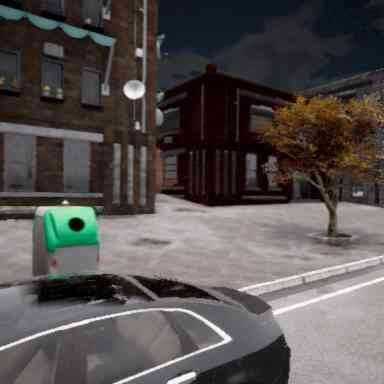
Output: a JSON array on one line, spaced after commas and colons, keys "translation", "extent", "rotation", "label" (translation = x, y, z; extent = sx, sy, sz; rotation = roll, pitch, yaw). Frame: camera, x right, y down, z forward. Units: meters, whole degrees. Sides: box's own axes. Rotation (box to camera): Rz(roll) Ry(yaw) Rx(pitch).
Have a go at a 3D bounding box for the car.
[{"translation": [-1.320, 1.505, 2.434], "extent": [4.892, 1.490, 1.837], "rotation": [0, 0, -35], "label": "car"}]
